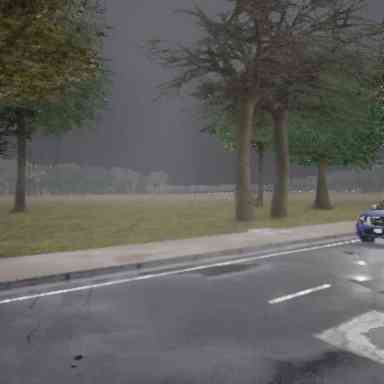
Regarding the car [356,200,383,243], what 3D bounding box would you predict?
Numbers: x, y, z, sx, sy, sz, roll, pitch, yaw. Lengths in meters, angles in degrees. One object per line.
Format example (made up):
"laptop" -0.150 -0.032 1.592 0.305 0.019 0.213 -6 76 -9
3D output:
"car" 9.391 1.131 14.332 5.566 2.045 2.150 0 0 -35
